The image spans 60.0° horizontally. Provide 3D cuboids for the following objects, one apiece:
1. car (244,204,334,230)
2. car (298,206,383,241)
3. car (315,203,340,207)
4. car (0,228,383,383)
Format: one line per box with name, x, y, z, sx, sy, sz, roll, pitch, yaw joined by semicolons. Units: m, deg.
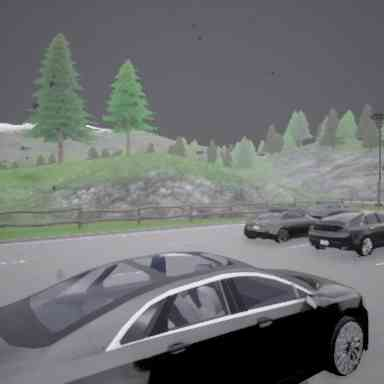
car;4.397;1.487;15.480;4.181;1.385;1.994;0;0;-36
car;6.434;1.429;12.635;4.892;1.490;1.837;-1;1;-36
car;9.602;1.431;23.491;4.181;1.385;1.994;0;0;-35
car;0.158;1.477;3.860;4.902;1.511;2.128;0;0;-35
